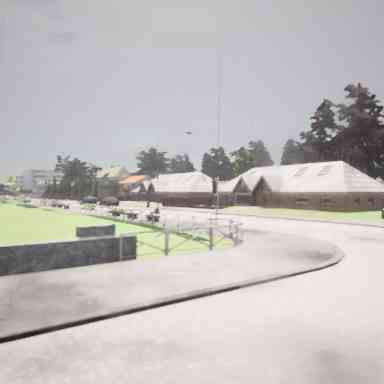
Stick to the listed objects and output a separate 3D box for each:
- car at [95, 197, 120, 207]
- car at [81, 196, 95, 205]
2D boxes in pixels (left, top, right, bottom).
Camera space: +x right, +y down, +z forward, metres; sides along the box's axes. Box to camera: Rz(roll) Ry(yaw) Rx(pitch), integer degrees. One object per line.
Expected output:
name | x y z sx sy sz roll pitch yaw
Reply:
car | -13.440 1.544 54.168 2.128 1.511 4.902 0 0 -36
car | -19.338 1.556 62.432 1.837 1.490 4.892 0 0 -36
